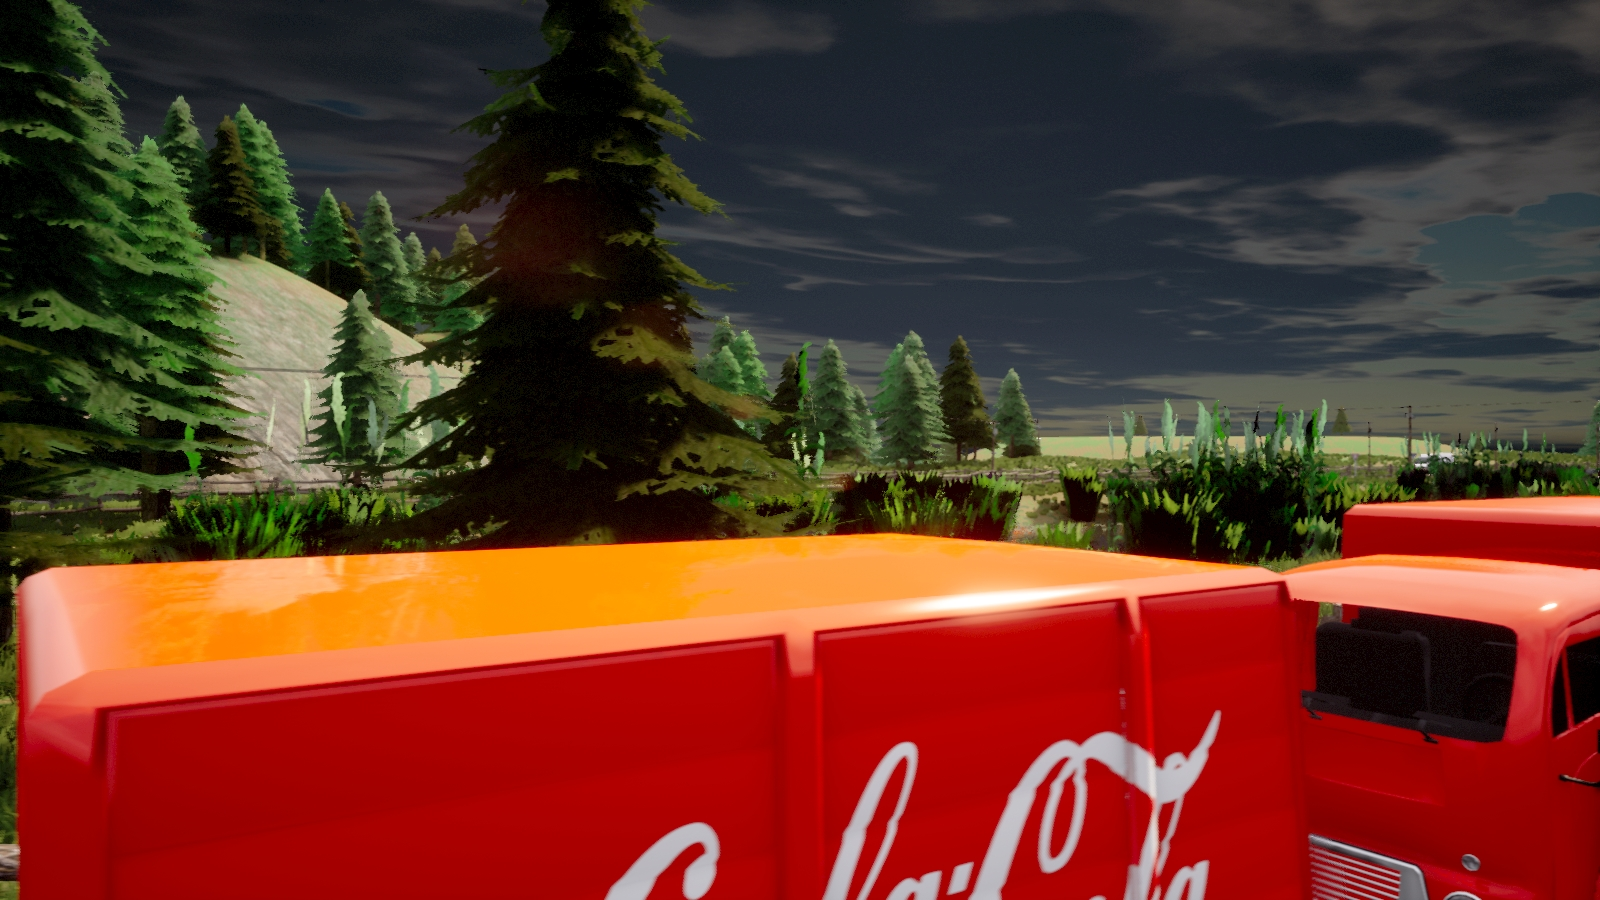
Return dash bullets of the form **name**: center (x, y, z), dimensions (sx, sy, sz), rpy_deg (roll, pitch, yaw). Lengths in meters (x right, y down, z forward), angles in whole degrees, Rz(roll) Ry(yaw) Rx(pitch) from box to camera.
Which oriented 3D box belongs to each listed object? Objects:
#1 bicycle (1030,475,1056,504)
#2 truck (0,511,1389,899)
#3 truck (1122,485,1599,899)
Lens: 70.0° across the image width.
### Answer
- **bicycle**: center (12.641, 2.044, 59.361), dimensions (1.643, 1.496, 0.373), rpy_deg (0, 0, -38)
- **truck**: center (-1.117, 1.534, 3.036), dimensions (5.204, 2.467, 2.627), rpy_deg (0, 0, -35)
- **truck**: center (4.774, 1.534, 7.061), dimensions (5.204, 2.467, 2.627), rpy_deg (0, 0, -34)
